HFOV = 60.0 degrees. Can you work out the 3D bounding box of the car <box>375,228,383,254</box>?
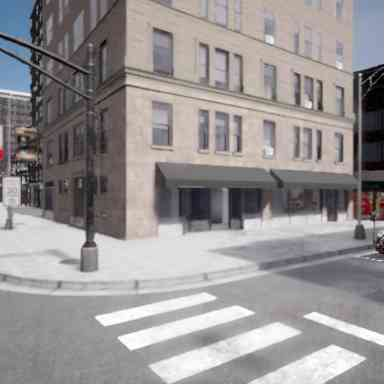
[{"bbox_3d":[8.397,1.443,11.976,4.097,1.590,1.967,0,0,-35],"label":"car"}]
